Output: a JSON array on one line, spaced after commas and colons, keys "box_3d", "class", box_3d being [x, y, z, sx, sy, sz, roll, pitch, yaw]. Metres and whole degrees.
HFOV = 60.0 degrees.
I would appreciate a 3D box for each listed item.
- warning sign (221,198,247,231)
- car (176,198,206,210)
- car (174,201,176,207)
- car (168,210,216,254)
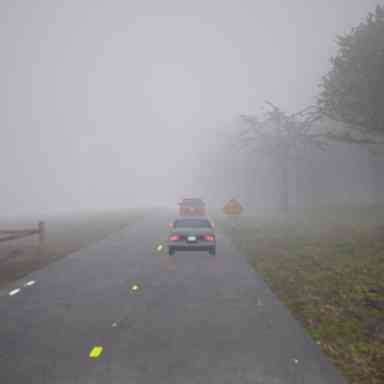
[{"box_3d": [2.423, 1.308, 19.428, 1.300, 1.860, 1.060, -1, -2, 0], "class": "warning sign"}, {"box_3d": [-0.004, 1.507, 29.031, 2.150, 2.045, 5.566, 0, 0, 0], "class": "car"}, {"box_3d": [-2.762, 2.331, 71.065, 2.128, 1.511, 4.902, 0, -1, 0], "class": "car"}, {"box_3d": [-0.002, 1.686, 14.019, 2.033, 1.411, 5.357, 0, -1, 0], "class": "car"}]
